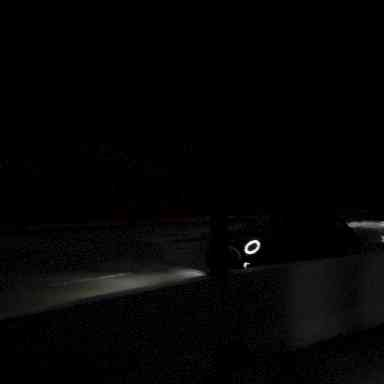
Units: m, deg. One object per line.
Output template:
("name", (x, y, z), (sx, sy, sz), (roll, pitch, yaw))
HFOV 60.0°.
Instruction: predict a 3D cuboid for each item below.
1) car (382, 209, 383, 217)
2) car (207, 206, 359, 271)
("car", (16.403, 1.470, 24.817), (4.718, 1.301, 1.895), (0, 0, -27))
("car", (2.662, 1.301, 9.574), (4.553, 1.767, 2.097), (0, 0, -30))
